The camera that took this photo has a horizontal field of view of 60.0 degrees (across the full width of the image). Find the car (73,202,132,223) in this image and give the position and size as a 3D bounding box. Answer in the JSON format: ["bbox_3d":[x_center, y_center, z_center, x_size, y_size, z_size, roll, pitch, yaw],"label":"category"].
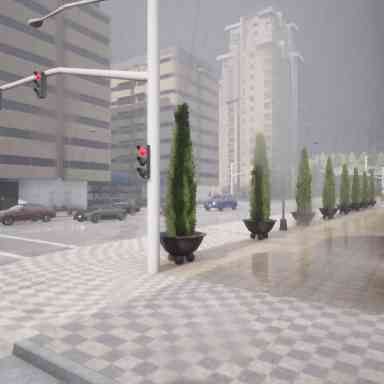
[{"bbox_3d":[-7.122,1.619,26.100,1.994,1.385,4.181,0,0,35],"label":"car"}]

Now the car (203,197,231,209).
[{"bbox_3d":[3.625,1.560,47.820,1.837,1.490,4.892,0,0,35],"label":"car"}]

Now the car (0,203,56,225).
[{"bbox_3d":[-12.391,1.581,24.582,1.812,1.442,4.674,0,0,34],"label":"car"}]

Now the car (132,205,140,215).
[{"bbox_3d":[-7.248,1.656,32.089,1.895,1.301,4.718,0,0,35],"label":"car"}]

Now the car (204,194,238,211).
[{"bbox_3d":[3.716,1.277,41.812,2.150,2.045,5.566,0,0,35],"label":"car"}]
